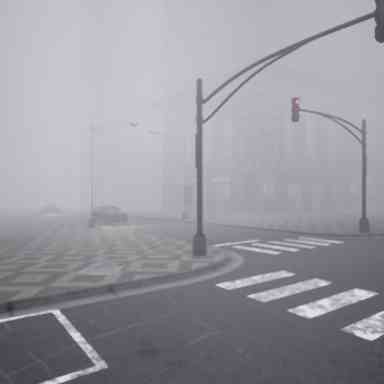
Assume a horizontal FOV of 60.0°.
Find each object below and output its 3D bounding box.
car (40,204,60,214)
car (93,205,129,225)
[{"bbox_3d":[-20.449,2.417,47.758,1.994,1.385,4.181,0,-1,-35],"label":"car"},{"bbox_3d":[-7.175,1.930,28.847,1.882,1.535,5.008,0,-1,-35],"label":"car"}]
